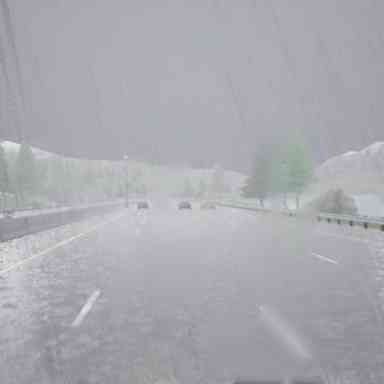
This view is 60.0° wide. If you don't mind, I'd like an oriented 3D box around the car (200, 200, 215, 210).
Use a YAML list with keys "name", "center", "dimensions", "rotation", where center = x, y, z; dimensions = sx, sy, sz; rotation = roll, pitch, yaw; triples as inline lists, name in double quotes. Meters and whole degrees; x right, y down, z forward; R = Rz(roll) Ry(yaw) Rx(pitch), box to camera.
- name: "car"
  center: [2.427, 1.952, 52.356]
  dimensions: [1.882, 1.535, 5.008]
  rotation: [-2, -1, -5]

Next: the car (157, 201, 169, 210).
- name: "car"
  center: [-5.040, 2.273, 57.074]
  dimensions: [1.812, 1.442, 4.674]
  rotation: [-2, -1, -5]

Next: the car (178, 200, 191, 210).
- name: "car"
  center: [-1.220, 2.090, 53.797]
  dimensions: [2.128, 1.511, 4.902]
  rotation: [-2, -1, -5]

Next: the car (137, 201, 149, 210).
- name: "car"
  center: [-8.869, 2.389, 60.516]
  dimensions: [2.128, 1.511, 4.902]
  rotation: [-2, -1, -5]
